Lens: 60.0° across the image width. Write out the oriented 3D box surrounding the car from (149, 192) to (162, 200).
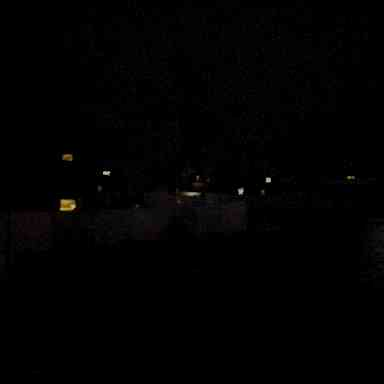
[{"bbox_3d":[-6.696,0.798,61.485,1.812,1.442,4.674,2,0,-21],"label":"car"}]
